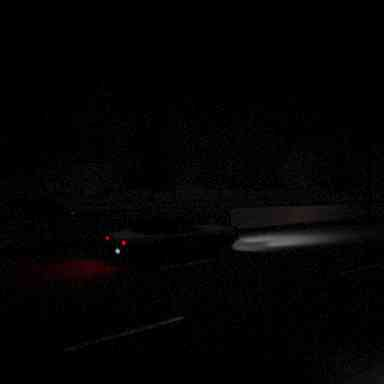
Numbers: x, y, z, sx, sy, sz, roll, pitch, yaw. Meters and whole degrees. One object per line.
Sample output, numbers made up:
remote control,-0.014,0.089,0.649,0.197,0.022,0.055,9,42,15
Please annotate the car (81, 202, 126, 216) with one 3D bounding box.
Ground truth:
car,-8.926,1.618,32.002,4.718,1.301,1.895,0,0,-35

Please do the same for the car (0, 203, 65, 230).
car,-11.164,1.531,21.815,4.902,1.511,2.128,0,0,-36

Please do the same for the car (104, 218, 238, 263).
car,-0.595,1.593,11.984,4.718,1.301,1.895,0,0,-36

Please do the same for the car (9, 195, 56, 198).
car,-12.860,1.267,24.926,5.566,2.045,2.150,0,0,-36

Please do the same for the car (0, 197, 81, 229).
car,-9.119,1.383,18.972,4.553,1.767,2.097,0,0,-36
